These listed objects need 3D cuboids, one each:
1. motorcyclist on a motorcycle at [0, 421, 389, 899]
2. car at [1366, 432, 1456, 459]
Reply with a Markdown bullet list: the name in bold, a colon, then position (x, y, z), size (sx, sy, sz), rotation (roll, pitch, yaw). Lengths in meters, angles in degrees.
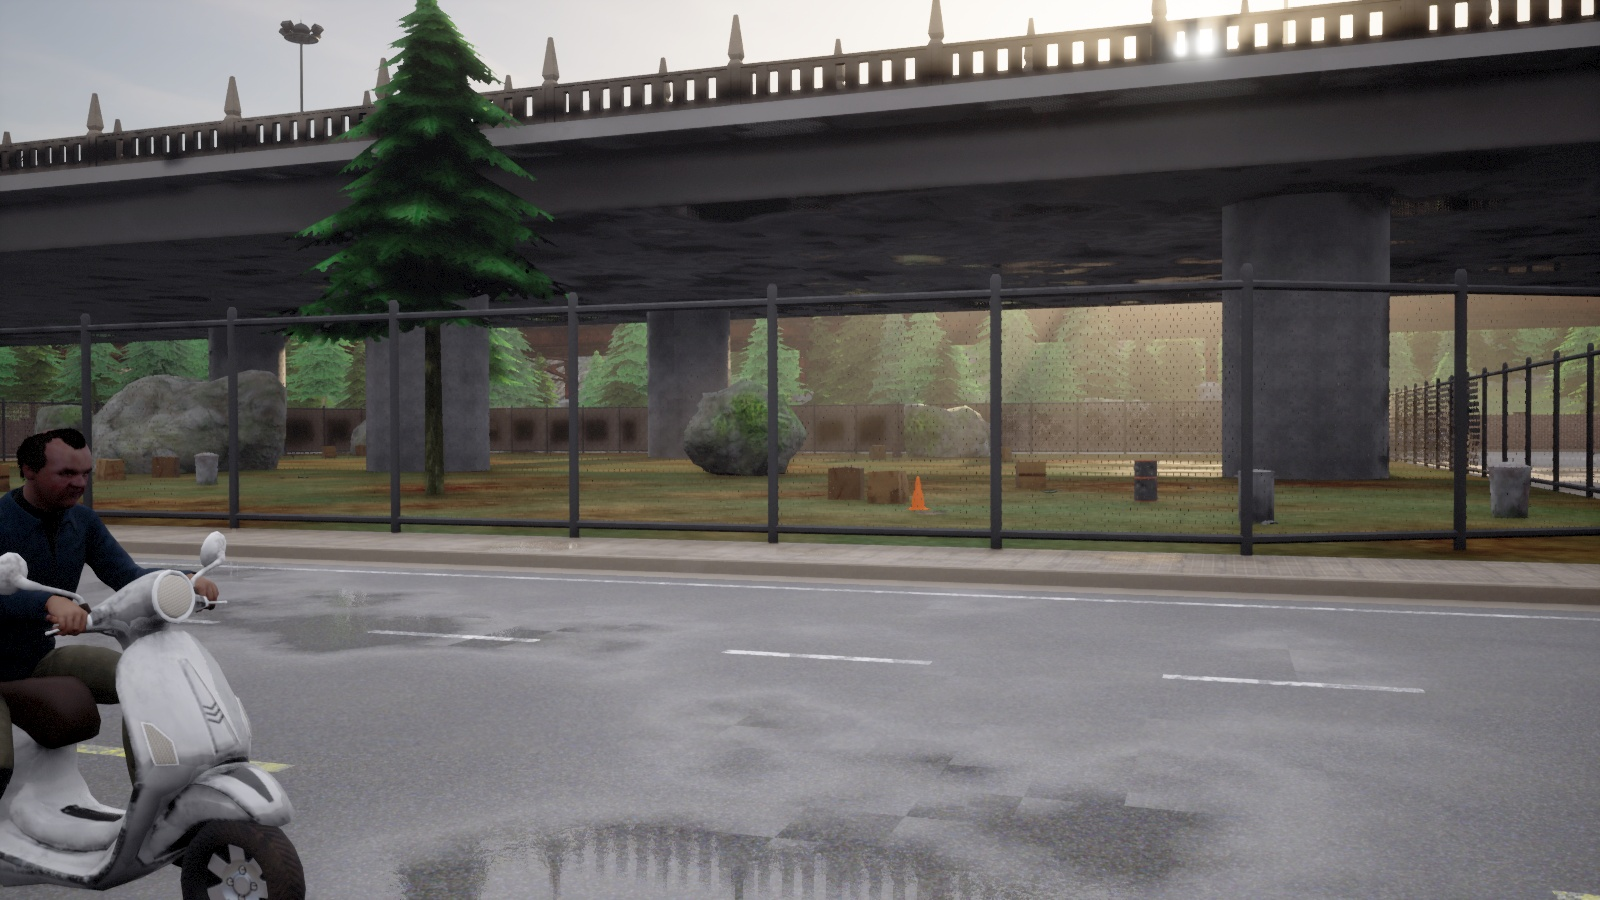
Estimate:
- **motorcyclist on a motorcycle**: position (-2.341, 0.707, 3.980), size (1.817, 1.590, 0.866), rotation (1, 1, 19)
- **car**: position (38.531, -0.313, 79.326), size (4.856, 1.649, 2.033), rotation (1, 1, 19)
